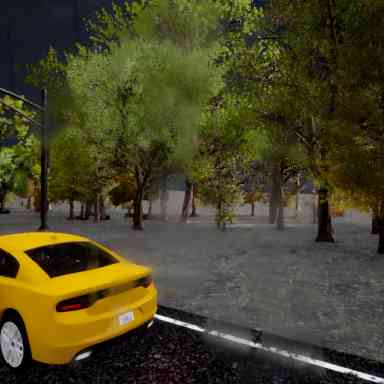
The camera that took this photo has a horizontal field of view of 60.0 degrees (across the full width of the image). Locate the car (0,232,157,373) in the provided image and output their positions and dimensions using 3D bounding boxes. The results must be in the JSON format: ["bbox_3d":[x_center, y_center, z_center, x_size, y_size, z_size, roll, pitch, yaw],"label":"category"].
[{"bbox_3d":[-2.864,1.444,5.726,5.008,1.535,1.882,1,0,35],"label":"car"}]
